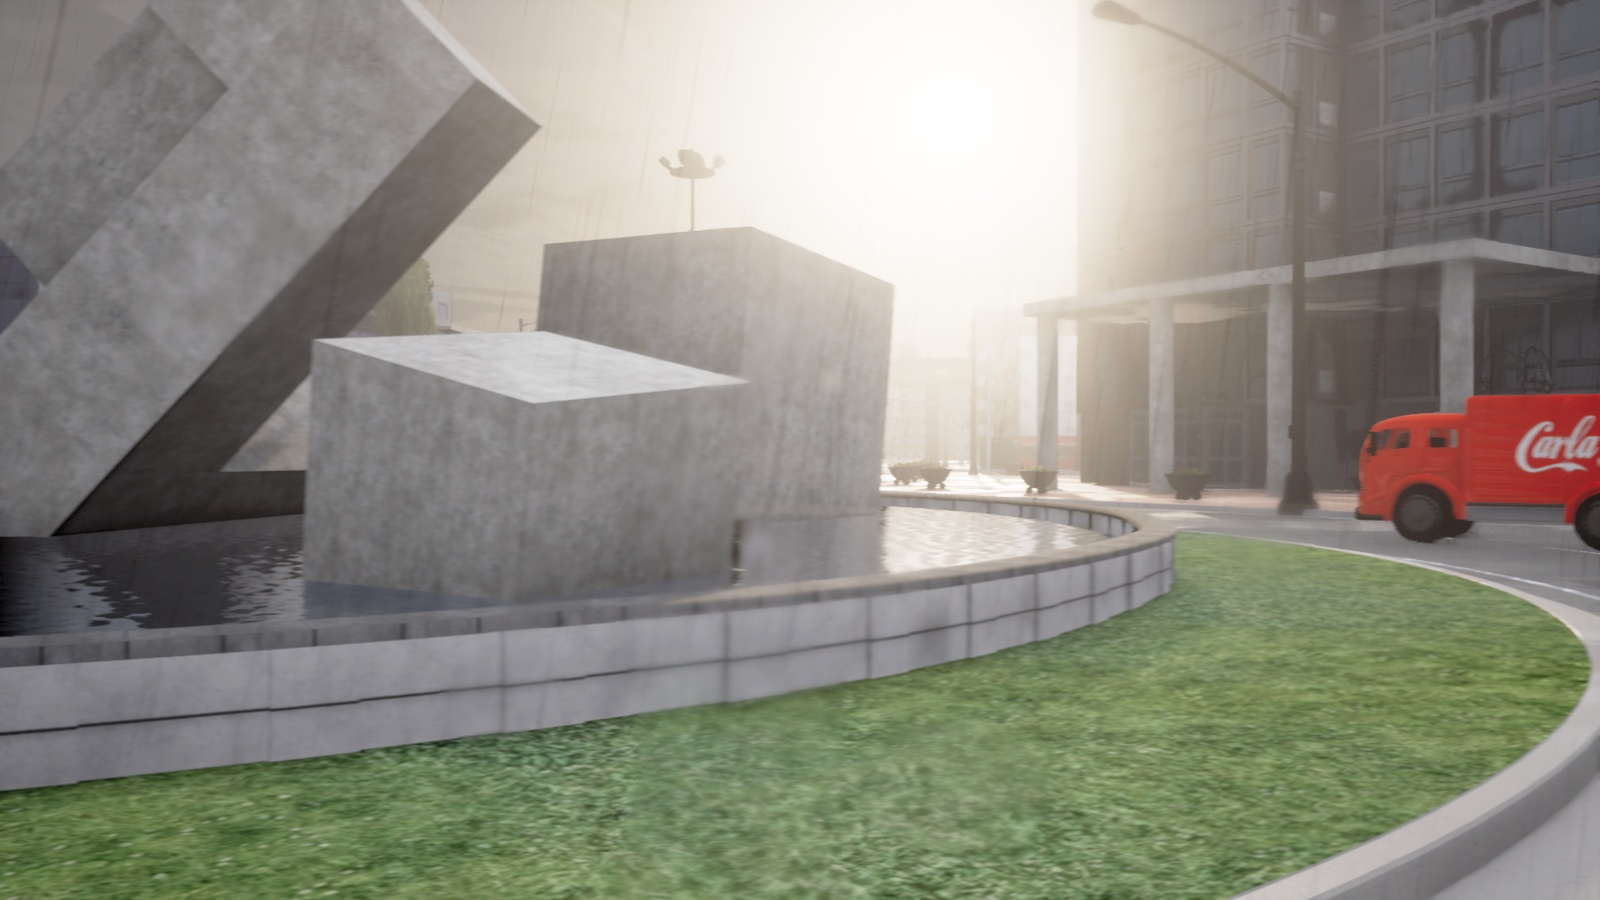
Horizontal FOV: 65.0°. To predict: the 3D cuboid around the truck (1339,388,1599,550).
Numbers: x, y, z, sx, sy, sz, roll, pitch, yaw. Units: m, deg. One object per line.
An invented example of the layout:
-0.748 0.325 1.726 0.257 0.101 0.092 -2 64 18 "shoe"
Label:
12.093 0.282 20.887 5.204 2.467 2.627 0 0 39 "truck"
